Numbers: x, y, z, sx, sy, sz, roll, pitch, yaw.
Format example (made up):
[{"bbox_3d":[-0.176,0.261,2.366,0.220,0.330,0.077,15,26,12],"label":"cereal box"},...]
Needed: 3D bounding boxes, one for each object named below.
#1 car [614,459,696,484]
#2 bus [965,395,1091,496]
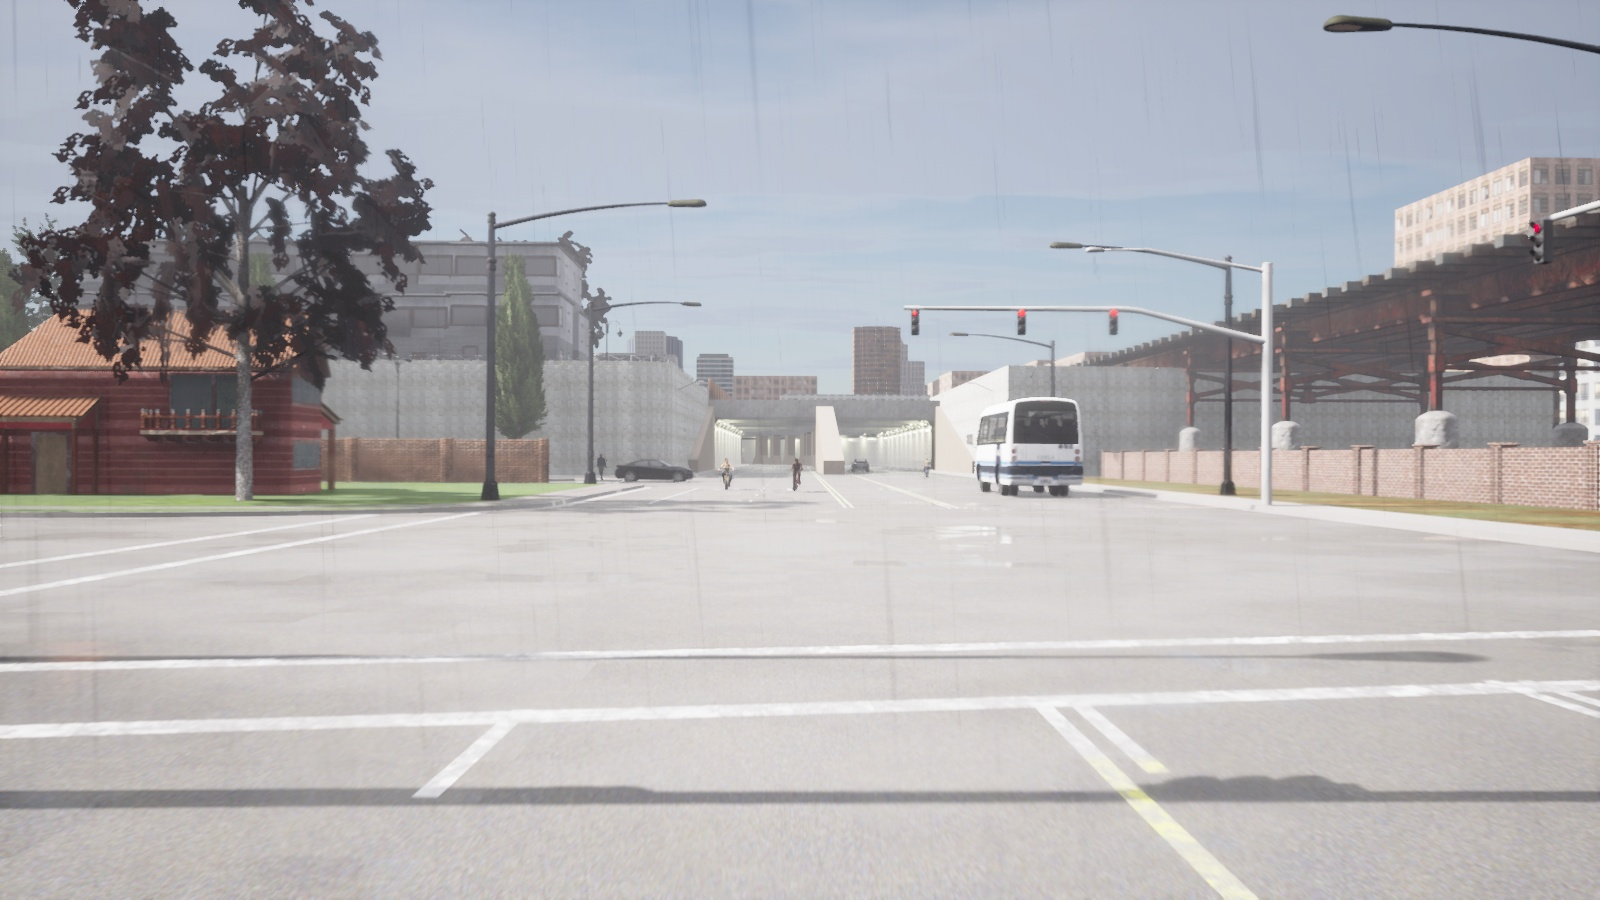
[{"bbox_3d":[-9.245,1.376,80.185,5.008,1.535,1.882,0,0,0],"label":"car"},{"bbox_3d":[10.356,-0.163,58.463,3.944,4.253,10.273,0,0,0],"label":"bus"}]
